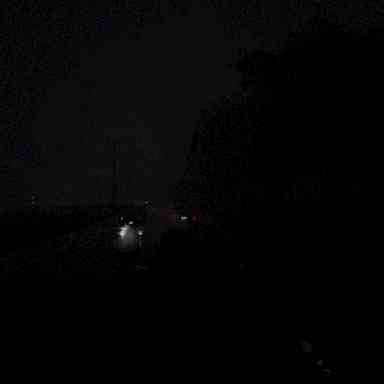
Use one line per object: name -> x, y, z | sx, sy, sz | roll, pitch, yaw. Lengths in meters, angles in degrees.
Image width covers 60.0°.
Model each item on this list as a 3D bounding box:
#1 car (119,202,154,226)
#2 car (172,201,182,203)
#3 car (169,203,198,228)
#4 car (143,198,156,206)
car -> -4.363, 1.767, 25.670 | 2.033, 1.411, 5.357 | 0, 0, -3
car -> -1.900, 1.899, 42.703 | 2.033, 1.411, 5.357 | 0, 0, -5
car -> -0.584, 1.762, 24.260 | 2.033, 1.411, 5.357 | 0, 0, -3
car -> -7.932, 1.988, 64.017 | 1.837, 1.490, 4.892 | 0, 0, -7
